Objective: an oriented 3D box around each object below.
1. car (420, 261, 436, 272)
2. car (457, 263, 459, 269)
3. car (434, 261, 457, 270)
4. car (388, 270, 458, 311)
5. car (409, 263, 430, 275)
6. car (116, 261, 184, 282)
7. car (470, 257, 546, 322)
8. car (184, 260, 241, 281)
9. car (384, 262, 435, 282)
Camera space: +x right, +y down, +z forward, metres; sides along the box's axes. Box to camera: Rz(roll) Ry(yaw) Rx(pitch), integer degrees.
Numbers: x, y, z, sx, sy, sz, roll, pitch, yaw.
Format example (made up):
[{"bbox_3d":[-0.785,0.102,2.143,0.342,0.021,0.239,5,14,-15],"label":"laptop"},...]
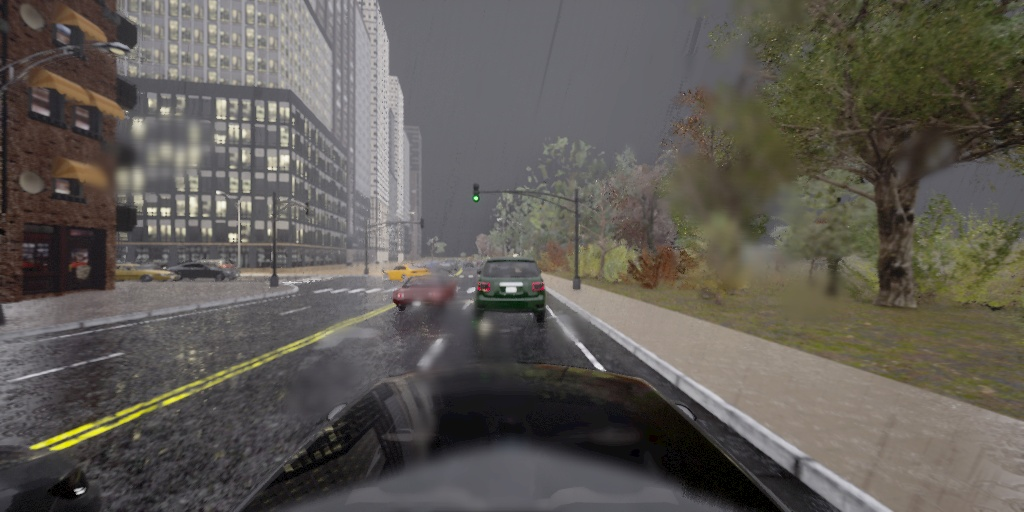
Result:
[{"bbox_3d":[-12.992,1.636,55.869,1.882,1.535,5.008,0,0,-6],"label":"car"},{"bbox_3d":[-9.992,1.721,58.469,2.033,1.411,5.357,0,0,-6],"label":"car"},{"bbox_3d":[-8.960,1.652,48.450,2.033,1.411,5.357,0,0,-5],"label":"car"},{"bbox_3d":[-3.400,1.456,15.056,1.895,1.301,4.718,0,0,-2],"label":"car"},{"bbox_3d":[-12.094,1.661,46.995,1.994,1.385,4.181,0,0,-5],"label":"car"},{"bbox_3d":[-26.347,1.136,24.868,4.829,1.417,1.751,0,0,-10],"label":"car"},{"bbox_3d":[-0.085,1.058,12.771,2.150,2.045,5.566,0,0,-1],"label":"car"},{"bbox_3d":[-24.028,1.195,28.015,4.674,1.442,1.812,1,0,-9],"label":"car"},{"bbox_3d":[-8.742,1.447,29.627,5.008,1.535,1.882,0,-2,45],"label":"car"}]
